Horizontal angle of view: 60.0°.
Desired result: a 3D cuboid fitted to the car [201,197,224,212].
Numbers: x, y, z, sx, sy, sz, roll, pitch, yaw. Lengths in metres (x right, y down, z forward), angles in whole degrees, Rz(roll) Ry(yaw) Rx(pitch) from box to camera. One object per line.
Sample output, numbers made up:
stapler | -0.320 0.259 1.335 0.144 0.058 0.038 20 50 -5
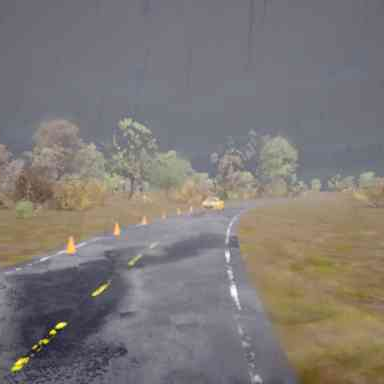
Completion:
car | 2.383 1.354 37.415 1.882 1.535 5.008 0 0 15

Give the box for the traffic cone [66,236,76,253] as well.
traffic cone | -4.434 1.903 12.212 0.340 0.580 0.340 0 0 5

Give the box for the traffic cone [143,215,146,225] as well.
traffic cone | -3.194 1.873 22.316 0.340 0.580 0.340 0 0 9

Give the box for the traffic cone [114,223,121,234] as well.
traffic cone | -3.899 1.888 17.275 0.340 0.580 0.340 0 0 7

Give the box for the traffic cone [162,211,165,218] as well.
traffic cone | -2.320 1.858 27.331 0.340 0.580 0.340 0 0 11
